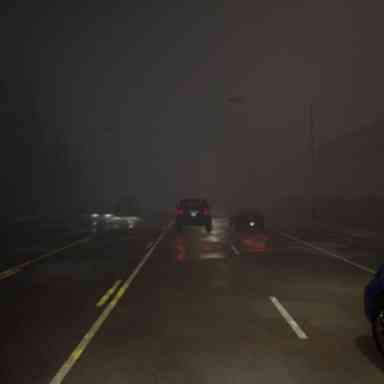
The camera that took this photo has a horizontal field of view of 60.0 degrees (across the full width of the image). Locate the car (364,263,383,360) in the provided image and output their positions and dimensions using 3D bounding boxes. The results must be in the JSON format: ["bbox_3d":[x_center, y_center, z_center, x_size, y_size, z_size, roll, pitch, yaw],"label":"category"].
[{"bbox_3d":[3.599,1.243,2.518,2.150,2.045,5.566,0,0,0],"label":"car"}]

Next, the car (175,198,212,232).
[{"bbox_3d":[0.090,1.395,21.527,2.150,2.045,5.566,0,-1,0],"label":"car"}]

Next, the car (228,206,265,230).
[{"bbox_3d":[3.590,1.687,22.318,1.837,1.490,4.892,0,0,0],"label":"car"}]

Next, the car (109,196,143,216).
[{"bbox_3d":[-7.112,1.519,36.768,2.150,2.045,5.566,0,0,0],"label":"car"}]

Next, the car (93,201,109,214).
[{"bbox_3d":[-10.601,1.854,40.648,1.812,1.442,4.674,0,0,0],"label":"car"}]

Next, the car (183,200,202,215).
[{"bbox_3d":[0.083,1.815,39.923,2.128,1.511,4.902,0,0,0],"label":"car"}]
